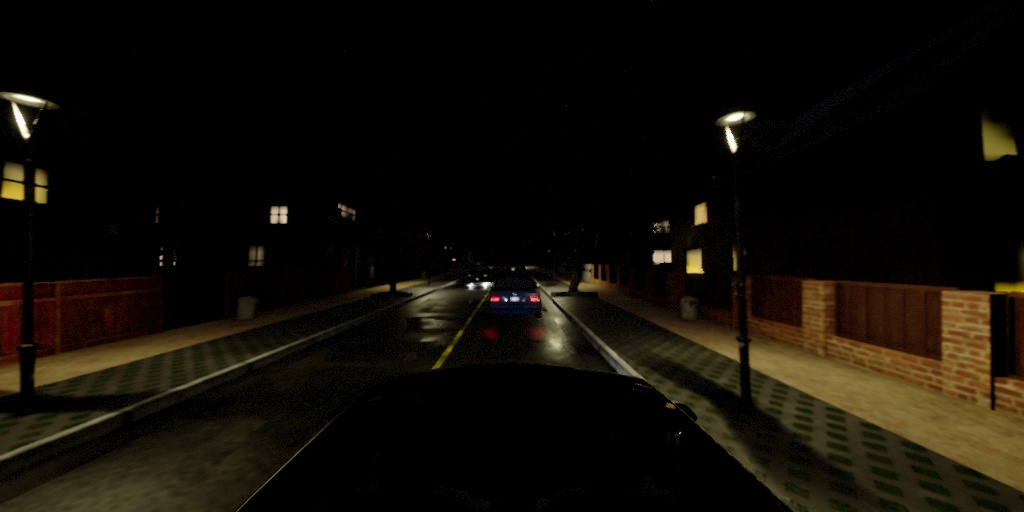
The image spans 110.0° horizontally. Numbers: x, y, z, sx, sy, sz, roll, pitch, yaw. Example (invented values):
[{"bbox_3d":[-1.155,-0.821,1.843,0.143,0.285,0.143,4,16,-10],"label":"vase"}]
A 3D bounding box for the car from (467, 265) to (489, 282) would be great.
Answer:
[{"bbox_3d":[-2.845,1.531,32.169,2.033,1.411,5.357,0,0,0],"label":"car"}]

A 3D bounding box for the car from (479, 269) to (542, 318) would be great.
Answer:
[{"bbox_3d":[0.092,1.382,13.441,2.033,1.411,5.357,0,0,0],"label":"car"}]

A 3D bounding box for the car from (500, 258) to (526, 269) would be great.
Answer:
[{"bbox_3d":[0.096,1.201,31.738,2.150,2.045,5.566,0,-1,0],"label":"car"}]
